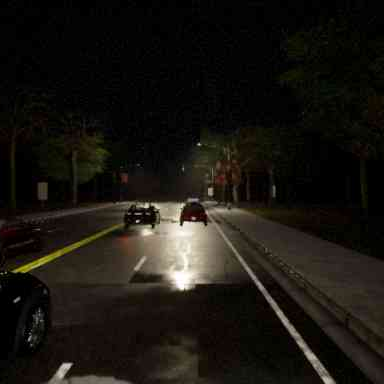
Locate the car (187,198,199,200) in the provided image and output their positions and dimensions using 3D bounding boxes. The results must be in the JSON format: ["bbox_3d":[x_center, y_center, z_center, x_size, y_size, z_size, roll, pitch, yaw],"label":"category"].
[{"bbox_3d":[0.112,1.497,39.953,2.128,1.511,4.902,0,0,0],"label":"car"}]

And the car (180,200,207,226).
[{"bbox_3d":[0.105,1.524,23.534,1.812,1.442,4.674,0,0,0],"label":"car"}]

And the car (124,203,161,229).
[{"bbox_3d":[-3.144,1.490,21.751,2.128,1.511,4.902,0,0,0],"label":"car"}]

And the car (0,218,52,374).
[{"bbox_3d":[-3.148,1.352,3.151,2.097,1.767,4.553,0,0,0],"label":"car"}]
